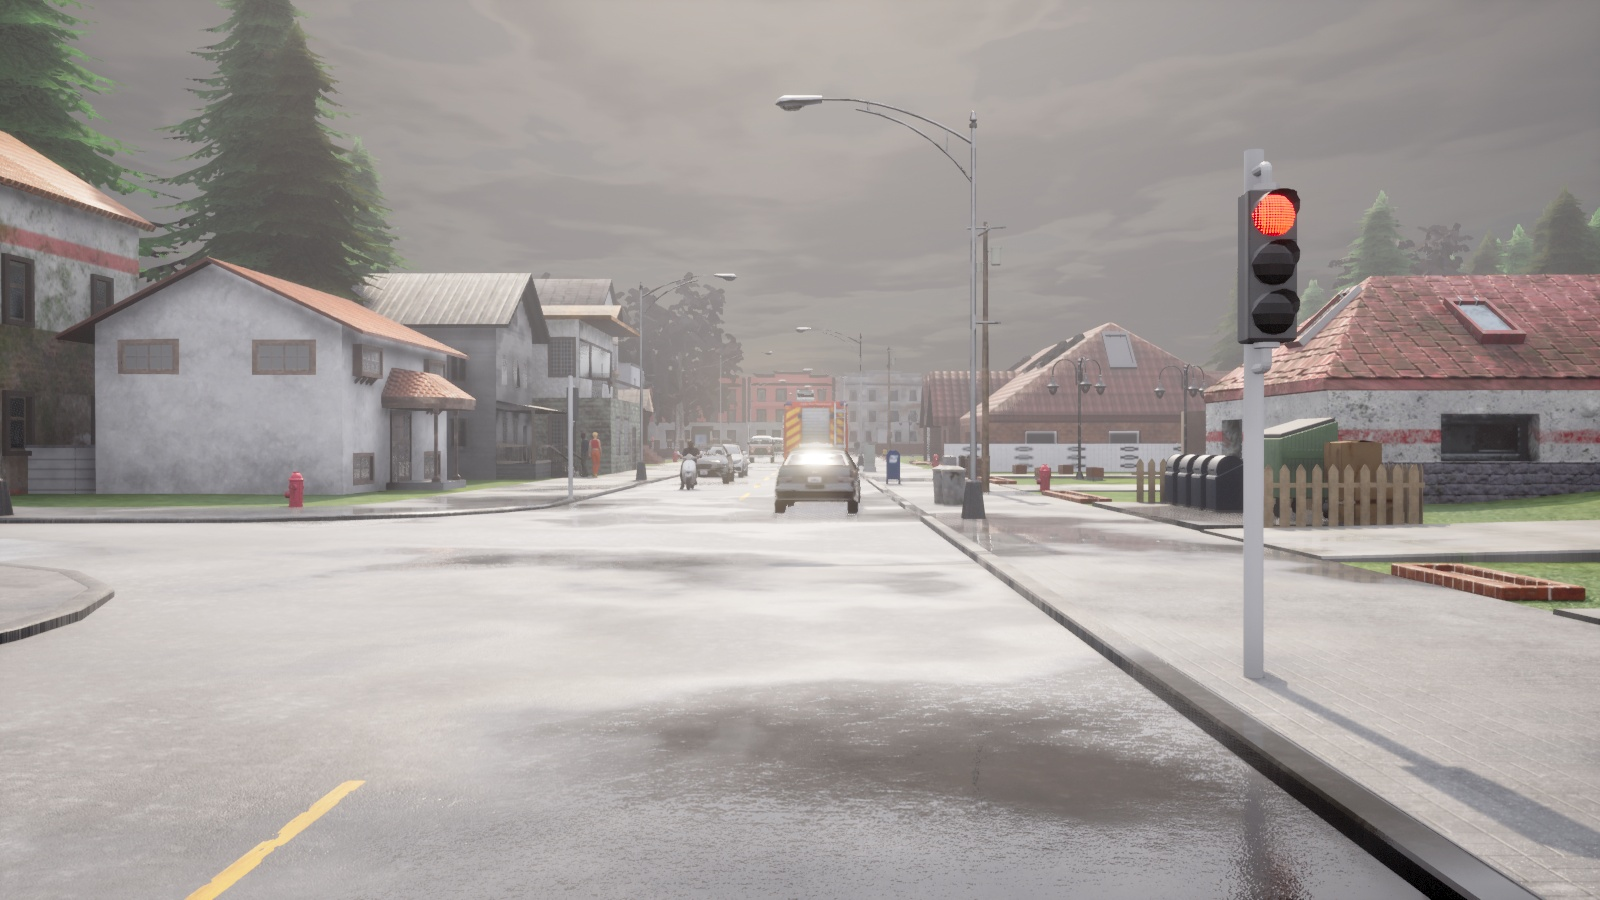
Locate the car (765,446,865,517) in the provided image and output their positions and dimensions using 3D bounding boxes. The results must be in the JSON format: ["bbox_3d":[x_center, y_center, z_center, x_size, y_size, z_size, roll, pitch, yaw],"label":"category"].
[{"bbox_3d":[0.425,0.635,28.302,2.033,1.411,5.357,0,0,3],"label":"car"}]

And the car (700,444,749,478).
[{"bbox_3d":[-3.314,0.455,55.688,1.812,1.442,4.674,0,0,1],"label":"car"}]

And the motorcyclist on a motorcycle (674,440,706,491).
[{"bbox_3d":[-3.507,0.470,40.226,0.866,1.590,1.817,0,0,1],"label":"motorcyclist on a motorcycle"}]

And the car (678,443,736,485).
[{"bbox_3d":[-3.419,0.492,46.936,1.816,1.474,4.193,0,0,1],"label":"car"}]

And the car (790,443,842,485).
[{"bbox_3d":[0.581,0.487,46.824,1.837,1.490,4.892,0,0,1],"label":"car"}]

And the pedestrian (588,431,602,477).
[{"bbox_3d":[-8.248,0.164,50.597,0.345,1.836,0.594,0,0,17],"label":"pedestrian"}]

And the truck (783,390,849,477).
[{"bbox_3d":[0.732,-0.752,59.198,2.891,3.827,8.468,0,0,1],"label":"truck"}]

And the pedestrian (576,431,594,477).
[{"bbox_3d":[-8.721,0.161,51.007,0.726,1.835,0.370,0,0,-10],"label":"pedestrian"}]

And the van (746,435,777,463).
[{"bbox_3d":[-2.844,-0.062,93.758,2.069,2.038,4.480,0,0,1],"label":"van"}]
